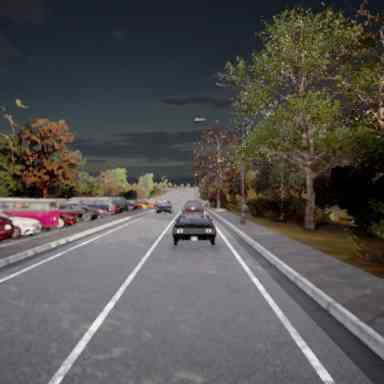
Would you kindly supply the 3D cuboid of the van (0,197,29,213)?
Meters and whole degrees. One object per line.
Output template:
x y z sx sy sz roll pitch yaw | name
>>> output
-23.510 1.680 42.406 4.442 1.987 1.878 0 -2 0 | van

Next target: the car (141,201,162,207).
-10.477 3.099 86.644 5.366 1.575 1.946 0 -2 0 | car

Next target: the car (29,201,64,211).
-23.386 2.240 53.477 4.674 1.452 2.002 0 -2 0 | car

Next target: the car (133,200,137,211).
-10.315 2.016 45.024 4.674 1.452 2.002 0 -2 0 | car

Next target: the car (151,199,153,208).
-10.311 2.420 61.676 4.892 1.521 2.231 0 -2 0 | car

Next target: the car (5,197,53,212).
-23.363 1.798 47.821 5.566 2.045 2.435 0 -2 0 | car

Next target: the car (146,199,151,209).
-10.299 2.346 58.901 4.892 1.521 2.231 0 -2 0 | car

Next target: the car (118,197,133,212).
-10.344 1.578 39.481 5.566 2.045 2.435 0 -2 0 | car

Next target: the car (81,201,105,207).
-23.381 2.862 78.400 5.008 1.535 2.097 0 -2 0 | car

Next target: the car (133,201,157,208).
-10.269 2.743 72.776 4.792 1.488 2.163 0 -2 0 | car

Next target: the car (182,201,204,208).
0.098 1.656 33.719 2.097 1.767 4.553 0 -1 0 | car

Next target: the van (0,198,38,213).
-23.509 1.750 45.050 4.442 1.987 1.878 0 -2 0 | van

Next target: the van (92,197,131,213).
-10.197 1.677 42.255 4.442 1.987 1.878 0 -2 0 | van

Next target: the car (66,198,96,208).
-23.352 2.390 70.100 5.566 2.045 2.435 0 -2 0 | car

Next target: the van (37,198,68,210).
-23.503 2.044 56.127 4.442 1.987 1.878 0 -2 0 | van

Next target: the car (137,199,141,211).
-10.306 2.050 47.800 5.008 1.535 2.097 0 -2 0 | car

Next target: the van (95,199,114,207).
-23.487 2.965 89.351 4.442 1.987 1.878 0 -2 0 | van

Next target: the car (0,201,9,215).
-23.402 1.786 36.881 5.008 1.535 2.097 0 -1 0 | car

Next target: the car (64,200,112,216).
-10.322 1.767 31.166 4.674 1.452 2.002 0 -1 0 | car

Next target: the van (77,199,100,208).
-23.493 2.562 75.637 4.442 1.987 1.878 0 -2 0 | van

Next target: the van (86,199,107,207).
-23.266 2.713 81.191 4.442 1.987 1.878 0 -2 0 | van

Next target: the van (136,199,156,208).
-10.414 2.561 75.558 4.442 1.987 1.878 0 -2 0 | van

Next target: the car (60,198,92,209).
-23.353 2.316 67.331 5.566 2.045 2.435 0 -2 0 | car

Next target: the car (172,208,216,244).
0.098 1.684 16.160 1.895 1.301 4.718 0 -1 0 | car

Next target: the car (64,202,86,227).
-10.329 1.640 22.838 5.008 1.535 2.097 0 -1 0 | car

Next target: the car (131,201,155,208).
-10.271 2.669 70.001 4.792 1.488 2.163 0 -2 0 | car

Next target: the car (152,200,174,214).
-3.348 1.981 41.048 2.033 1.411 5.357 0 -1 0 | car

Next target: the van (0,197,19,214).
-23.279 1.603 39.504 4.442 1.987 1.878 0 -1 0 | van

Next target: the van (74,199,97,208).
-23.261 2.489 72.868 4.442 1.987 1.878 0 -2 0 | van

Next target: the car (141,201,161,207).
-10.287 3.018 83.878 4.892 1.521 2.231 0 -2 0 | car

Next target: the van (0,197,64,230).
-10.442 1.385 20.064 4.442 1.987 1.878 0 -1 0 | van

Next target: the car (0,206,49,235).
-10.329 1.622 17.285 4.674 1.452 2.002 0 -1 0 | car

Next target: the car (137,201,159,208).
-10.325 2.890 78.327 4.792 1.488 2.163 0 -2 0 | car

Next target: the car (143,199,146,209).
-10.277 2.072 53.354 4.553 1.767 2.185 0 -2 0 | car

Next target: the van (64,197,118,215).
-10.202 1.530 33.944 4.442 1.987 1.878 0 -1 0 | van

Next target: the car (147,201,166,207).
-10.102 3.385 94.965 5.366 1.575 1.946 0 -2 0 | car

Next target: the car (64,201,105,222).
-10.291 1.727 28.388 4.792 1.488 2.163 0 -1 0 | car

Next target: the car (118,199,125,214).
-10.346 1.815 36.724 4.792 1.488 2.163 0 -1 0 | car

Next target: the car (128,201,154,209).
-10.272 2.595 67.225 4.792 1.488 2.163 0 -2 0 | car

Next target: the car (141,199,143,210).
-10.279 1.998 50.579 4.553 1.767 2.185 0 -2 0 | car

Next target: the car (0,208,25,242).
-10.358 1.582 14.510 4.792 1.488 2.163 0 -1 0 | car

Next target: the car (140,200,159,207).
-10.326 2.811 81.103 4.553 1.767 2.185 0 -2 0 | car

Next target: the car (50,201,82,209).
-23.378 2.420 61.785 5.008 1.535 2.097 0 -2 0 | car
